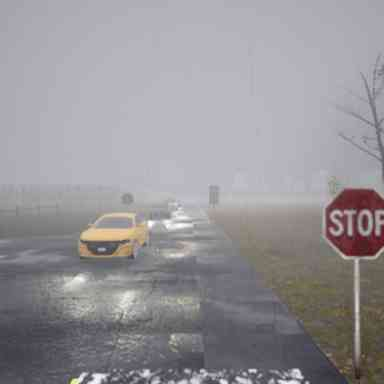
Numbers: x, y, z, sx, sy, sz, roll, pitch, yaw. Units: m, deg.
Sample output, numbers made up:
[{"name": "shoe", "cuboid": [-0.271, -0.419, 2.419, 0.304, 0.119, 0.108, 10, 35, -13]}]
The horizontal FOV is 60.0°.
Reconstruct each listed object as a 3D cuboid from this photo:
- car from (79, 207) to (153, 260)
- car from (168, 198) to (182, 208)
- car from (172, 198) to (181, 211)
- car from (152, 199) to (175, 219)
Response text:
[{"name": "car", "cuboid": [-2.870, 1.574, 13.060, 1.882, 1.535, 5.008, 0, 0, 0]}, {"name": "car", "cuboid": [-2.909, 1.900, 57.643, 2.128, 1.511, 4.902, 0, -1, 0]}, {"name": "car", "cuboid": [-2.912, 1.674, 45.120, 2.097, 1.767, 4.553, 0, 0, 0]}, {"name": "car", "cuboid": [-2.899, 1.732, 31.407, 1.837, 1.490, 4.892, 0, 0, 0]}]
